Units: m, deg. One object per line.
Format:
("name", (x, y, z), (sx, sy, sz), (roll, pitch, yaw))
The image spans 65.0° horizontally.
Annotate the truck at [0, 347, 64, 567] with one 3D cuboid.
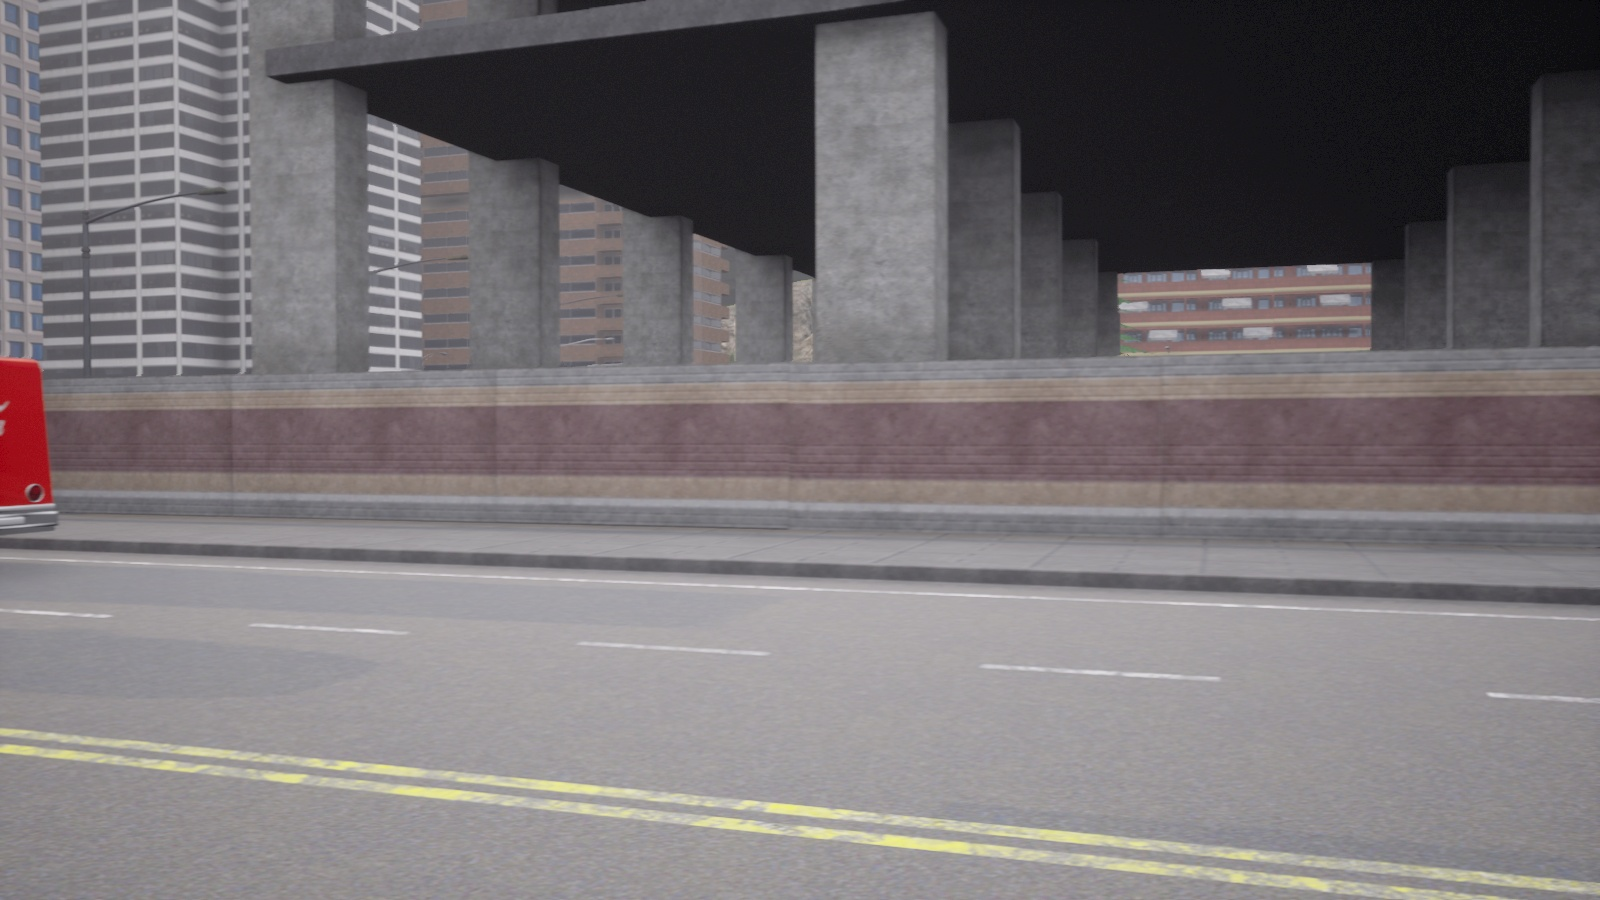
("truck", (-11.619, 0.064, 14.480), (5.204, 2.467, 2.627), (1, 1, 19))
